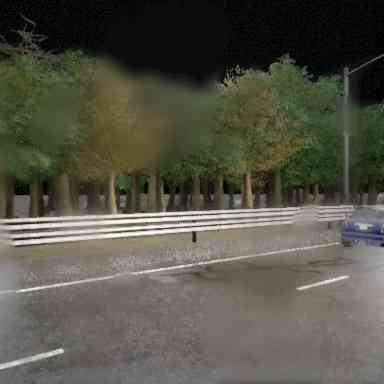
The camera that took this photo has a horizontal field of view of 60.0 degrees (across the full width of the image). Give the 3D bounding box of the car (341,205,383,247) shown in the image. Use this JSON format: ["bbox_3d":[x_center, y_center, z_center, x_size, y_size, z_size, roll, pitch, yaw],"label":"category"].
[{"bbox_3d":[8.242,1.379,13.719,4.553,1.767,2.097,0,0,-33],"label":"car"}]
